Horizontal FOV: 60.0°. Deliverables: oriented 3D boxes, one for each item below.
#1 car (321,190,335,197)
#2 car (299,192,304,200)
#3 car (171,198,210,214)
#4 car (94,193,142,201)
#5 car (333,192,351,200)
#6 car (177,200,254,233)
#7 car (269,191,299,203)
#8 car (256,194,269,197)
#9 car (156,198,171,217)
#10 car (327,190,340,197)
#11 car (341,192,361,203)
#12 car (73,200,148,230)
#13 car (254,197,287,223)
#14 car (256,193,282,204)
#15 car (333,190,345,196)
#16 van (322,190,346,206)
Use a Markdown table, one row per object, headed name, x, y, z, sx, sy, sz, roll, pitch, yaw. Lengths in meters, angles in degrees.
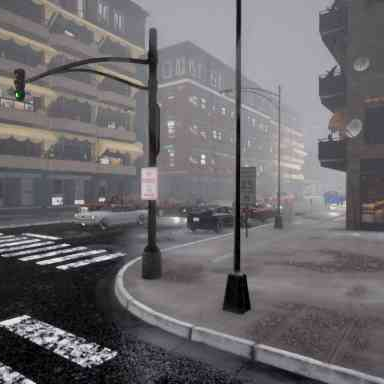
| name | x | y | z | sx | sy | sz | roll | pitch | yaw |
| --- | --- | --- | --- | --- | --- | --- | --- | --- | --- |
| car | 29.833 | 0.378 | 72.931 | 1.887 | 1.381 | 4.507 | 2 | 2 | 35 |
| car | 17.012 | 0.719 | 54.707 | 1.947 | 1.339 | 4.313 | 2 | 2 | 35 |
| car | 0.545 | 1.203 | 26.830 | 1.994 | 1.385 | 4.181 | 1 | 1 | 34 |
| car | -5.420 | 1.031 | 22.808 | 2.192 | 1.841 | 5.009 | 2 | 2 | 35 |
| car | 25.883 | 0.695 | 57.272 | 1.895 | 1.301 | 4.718 | 1 | 1 | 35 |
| car | 1.409 | 1.348 | 17.961 | 1.947 | 1.339 | 4.313 | 2 | 2 | 35 |
| car | 11.502 | 0.717 | 42.328 | 2.097 | 1.767 | 4.553 | 1 | 1 | 36 |
| car | 5.797 | 1.012 | 34.267 | 1.837 | 1.490 | 4.892 | 1 | 1 | 35 |
| car | -2.217 | 1.180 | 27.370 | 1.887 | 1.381 | 4.507 | 2 | 2 | 35 |
| car | 33.038 | 0.335 | 77.488 | 1.802 | 1.307 | 4.206 | 2 | 2 | 35 |
| car | 23.844 | 0.763 | 49.853 | 1.887 | 1.381 | 4.507 | 2 | 2 | 35 |
| car | -4.549 | 1.368 | 19.565 | 1.895 | 1.301 | 4.718 | 1 | 1 | 35 |
| car | 4.614 | 1.283 | 22.517 | 1.802 | 1.307 | 4.206 | 2 | 2 | 35 |
| car | 10.603 | 0.880 | 45.594 | 1.947 | 1.339 | 4.313 | 2 | 2 | 35 |
| car | 36.243 | 0.255 | 82.044 | 1.802 | 1.307 | 4.206 | 2 | 2 | 35 |
| van | 17.437 | 0.721 | 40.737 | 1.690 | 1.788 | 3.998 | 2 | 2 | 35 |
